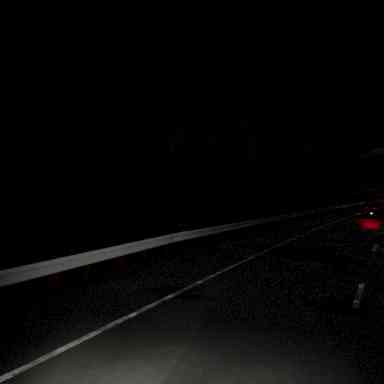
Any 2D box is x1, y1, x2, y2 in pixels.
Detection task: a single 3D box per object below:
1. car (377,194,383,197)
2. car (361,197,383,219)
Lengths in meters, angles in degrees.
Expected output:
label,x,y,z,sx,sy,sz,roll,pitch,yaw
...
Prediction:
label,x,y,z,sx,sy,sz,roll,pitch,yaw
car,22.349,1.221,37.966,2.150,2.045,5.566,0,0,36
car,16.239,1.505,29.462,1.837,1.490,4.892,0,0,35
